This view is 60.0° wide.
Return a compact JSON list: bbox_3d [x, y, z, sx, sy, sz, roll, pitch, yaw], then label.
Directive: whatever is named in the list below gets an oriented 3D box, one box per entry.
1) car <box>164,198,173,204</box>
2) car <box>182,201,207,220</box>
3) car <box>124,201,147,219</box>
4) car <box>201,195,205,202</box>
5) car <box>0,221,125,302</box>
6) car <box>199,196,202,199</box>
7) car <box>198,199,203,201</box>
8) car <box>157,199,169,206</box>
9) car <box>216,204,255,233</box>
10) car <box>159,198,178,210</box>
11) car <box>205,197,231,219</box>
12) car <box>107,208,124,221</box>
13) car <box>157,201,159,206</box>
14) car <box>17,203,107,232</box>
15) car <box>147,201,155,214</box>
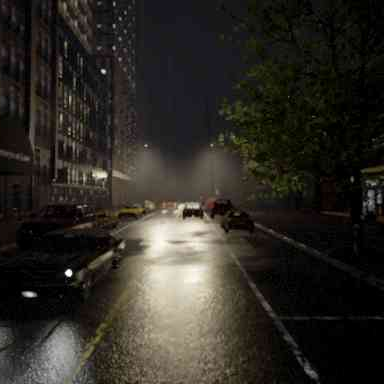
[{"bbox_3d":[-5.675,2.076,81.287,1.947,1.339,4.313,1,0,0],"label":"car"},{"bbox_3d":[0.090,1.812,30.842,1.895,1.301,4.718,0,0,0],"label":"car"},{"bbox_3d":[-5.677,1.739,31.205,1.752,1.417,4.829,1,0,0],"label":"car"},{"bbox_3d":[2.707,1.601,42.471,2.192,1.841,5.009,1,0,0],"label":"car"},{"bbox_3d":[-3.099,1.662,8.554,1.895,1.301,4.718,0,0,0],"label":"car"},{"bbox_3d":[2.705,1.985,64.652,1.947,1.339,4.313,1,0,0],"label":"car"},{"bbox_3d":[0.055,1.884,42.093,1.895,1.301,4.718,0,0,0],"label":"car"},{"bbox_3d":[-5.676,1.984,64.650,1.947,1.339,4.313,1,0,0],"label":"car"},{"bbox_3d":[2.703,1.669,20.455,1.752,1.417,4.829,1,0,0],"label":"car"},{"bbox_3d":[-3.087,1.670,47.724,2.097,1.767,4.553,0,0,0],"label":"car"},{"bbox_3d":[2.706,1.530,31.378,2.192,1.841,5.009,1,0,0],"label":"car"},{"bbox_3d":[-5.677,1.666,20.113,1.752,1.417,4.829,1,0,0],"label":"car"},{"bbox_3d":[-5.676,1.810,42.297,1.752,1.417,4.829,1,0,0],"label":"car"},{"bbox_3d":[-5.674,1.419,14.739,2.192,1.841,5.009,1,0,0],"label":"car"},{"bbox_3d":[-5.677,1.816,36.922,1.947,1.339,4.313,1,0,0],"label":"car"}]
